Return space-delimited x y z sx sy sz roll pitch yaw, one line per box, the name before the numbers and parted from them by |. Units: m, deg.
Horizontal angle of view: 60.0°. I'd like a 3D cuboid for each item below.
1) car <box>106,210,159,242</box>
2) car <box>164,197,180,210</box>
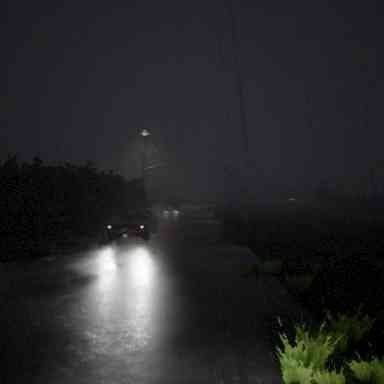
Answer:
car | -2.858 1.613 16.738 1.895 1.301 4.718 0 0 1
car | -2.501 1.405 42.648 2.033 1.411 5.357 0 0 1
